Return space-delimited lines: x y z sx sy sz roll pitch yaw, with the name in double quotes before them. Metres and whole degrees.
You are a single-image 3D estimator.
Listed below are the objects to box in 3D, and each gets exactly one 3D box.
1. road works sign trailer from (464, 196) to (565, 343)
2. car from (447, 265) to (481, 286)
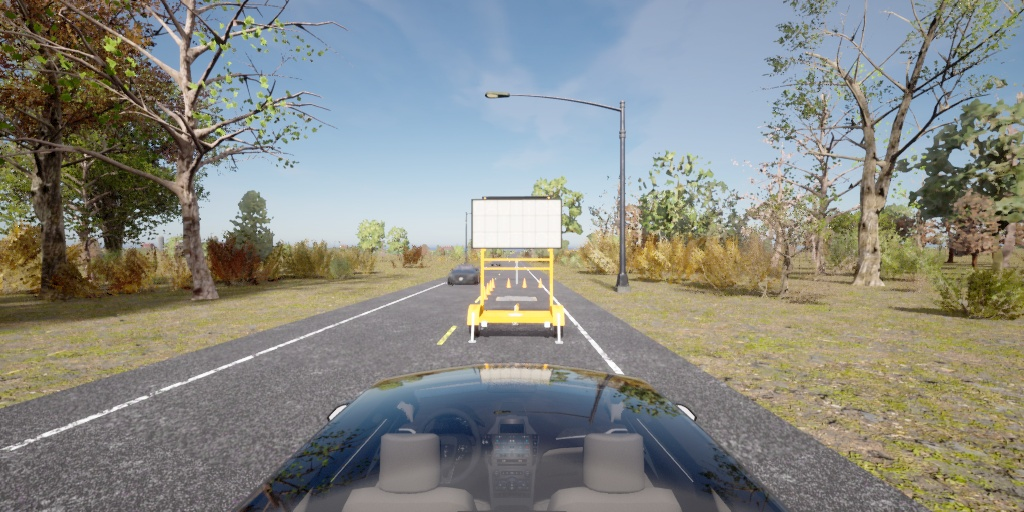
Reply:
"road works sign trailer" 0.130 0.211 9.638 2.380 3.560 2.880 0 0 2
"car" -3.304 1.304 25.354 1.994 1.385 4.181 0 0 1
